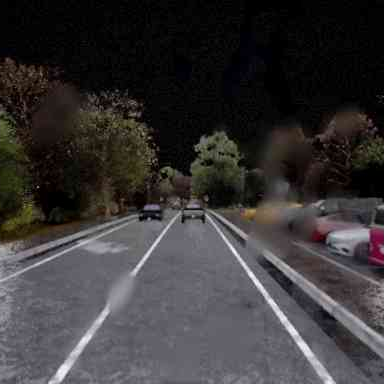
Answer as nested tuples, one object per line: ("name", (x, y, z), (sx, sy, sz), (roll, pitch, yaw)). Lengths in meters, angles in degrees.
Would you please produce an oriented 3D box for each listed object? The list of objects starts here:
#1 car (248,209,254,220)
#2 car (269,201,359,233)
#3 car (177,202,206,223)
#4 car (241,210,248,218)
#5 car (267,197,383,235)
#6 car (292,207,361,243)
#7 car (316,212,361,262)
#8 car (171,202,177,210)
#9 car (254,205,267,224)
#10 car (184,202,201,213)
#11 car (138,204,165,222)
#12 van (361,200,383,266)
("car", (7.097, 1.609, 25.362), (4.892, 1.521, 2.231), (0, -1, 0))
("car", (7.118, 1.435, 19.814), (4.553, 1.767, 2.185), (0, 0, 0))
("car", (0.105, 1.671, 27.449), (2.128, 1.511, 4.902), (0, -1, 0))
("car", (6.908, 1.641, 28.131), (5.366, 1.575, 1.946), (0, -1, 0))
("car", (7.056, 1.295, 17.043), (5.566, 2.045, 2.435), (0, 0, 0))
("car", (7.111, 1.563, 14.265), (4.792, 1.488, 2.163), (0, 0, 0))
("car", (7.082, 1.562, 11.489), (4.674, 1.452, 2.002), (0, 0, 0))
("car", (-3.229, 2.966, 69.393), (1.837, 1.490, 4.892), (0, -2, 0))
("car", (7.095, 1.580, 22.590), (5.008, 1.535, 2.097), (0, 0, 0))
("car", (0.085, 2.043, 44.744), (2.128, 1.511, 4.902), (0, -2, 0))
("car", (-3.341, 1.742, 28.606), (2.033, 1.411, 5.357), (0, -1, 0))
("van", (7.194, 1.283, 8.714), (4.442, 1.987, 1.878), (0, 0, 0))
